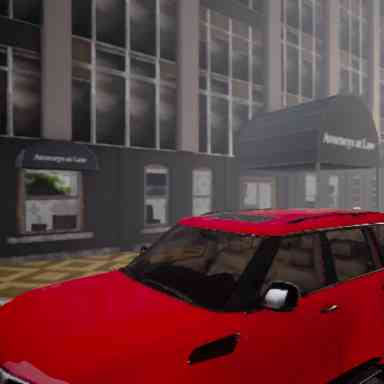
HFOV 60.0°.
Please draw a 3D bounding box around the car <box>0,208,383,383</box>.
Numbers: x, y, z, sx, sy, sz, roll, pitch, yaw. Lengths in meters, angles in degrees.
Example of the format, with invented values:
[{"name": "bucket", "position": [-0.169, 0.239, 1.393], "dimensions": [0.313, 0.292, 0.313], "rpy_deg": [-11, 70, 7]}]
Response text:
[{"name": "car", "position": [0.696, 1.253, 3.874], "dimensions": [5.566, 2.045, 2.150], "rpy_deg": [1, 0, -36]}]
